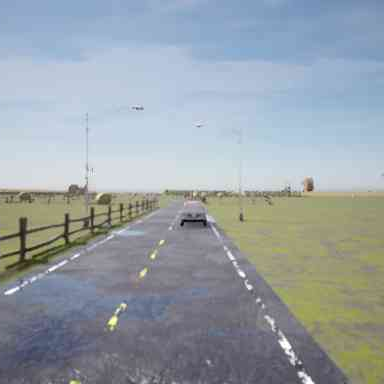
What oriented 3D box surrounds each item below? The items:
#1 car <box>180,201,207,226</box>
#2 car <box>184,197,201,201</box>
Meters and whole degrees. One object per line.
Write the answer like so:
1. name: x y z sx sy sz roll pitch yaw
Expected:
1. car: 0.108 1.604 24.198 2.033 1.411 5.357 0 0 0
2. car: 0.098 1.449 42.534 2.097 1.767 4.553 0 0 0
